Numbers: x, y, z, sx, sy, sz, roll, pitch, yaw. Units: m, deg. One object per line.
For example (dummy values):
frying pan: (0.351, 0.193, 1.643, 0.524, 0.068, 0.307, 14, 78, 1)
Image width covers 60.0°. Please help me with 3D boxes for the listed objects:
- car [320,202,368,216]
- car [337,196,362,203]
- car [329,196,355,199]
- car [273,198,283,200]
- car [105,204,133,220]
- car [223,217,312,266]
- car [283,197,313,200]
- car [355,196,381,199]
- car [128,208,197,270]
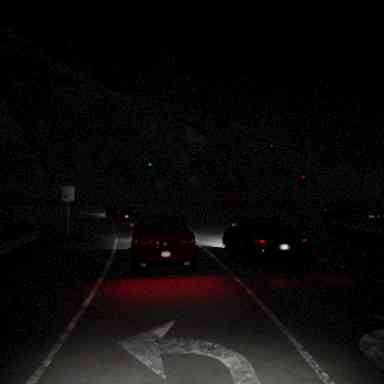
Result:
car: (13.933, 1.564, 30.469, 4.181, 1.385, 1.994, 0, 0, -17)
car: (32.420, 1.594, 68.480, 4.718, 1.301, 1.895, 0, 0, -18)
car: (23.875, 1.508, 55.231, 4.892, 1.490, 1.837, 0, 0, -15)
car: (18.121, 1.623, 64.514, 4.718, 1.301, 1.895, 0, 0, -15)
car: (-6.163, 1.645, 28.600, 1.895, 1.301, 4.718, 0, 0, -25)
car: (2.431, 1.571, 11.675, 1.994, 1.385, 4.181, 0, 0, -8)
car: (20.261, 1.563, 61.475, 5.357, 1.411, 2.033, 0, 0, -15)
car: (34.979, 1.491, 65.676, 4.892, 1.490, 1.837, 0, 0, -18)
car: (-1.076, 1.490, 11.231, 1.882, 1.535, 5.008, 0, 0, -9)
